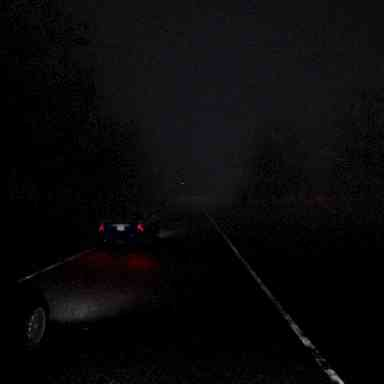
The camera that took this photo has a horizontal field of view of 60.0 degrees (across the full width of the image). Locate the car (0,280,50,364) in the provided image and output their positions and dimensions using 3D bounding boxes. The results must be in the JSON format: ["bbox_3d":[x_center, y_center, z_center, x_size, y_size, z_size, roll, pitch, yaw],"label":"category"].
[{"bbox_3d":[-3.168,1.552,3.289,1.812,1.442,4.674,0,-1,1],"label":"car"}]

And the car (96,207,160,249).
[{"bbox_3d":[-2.754,1.472,15.327,2.097,1.767,4.553,0,0,2],"label":"car"}]
